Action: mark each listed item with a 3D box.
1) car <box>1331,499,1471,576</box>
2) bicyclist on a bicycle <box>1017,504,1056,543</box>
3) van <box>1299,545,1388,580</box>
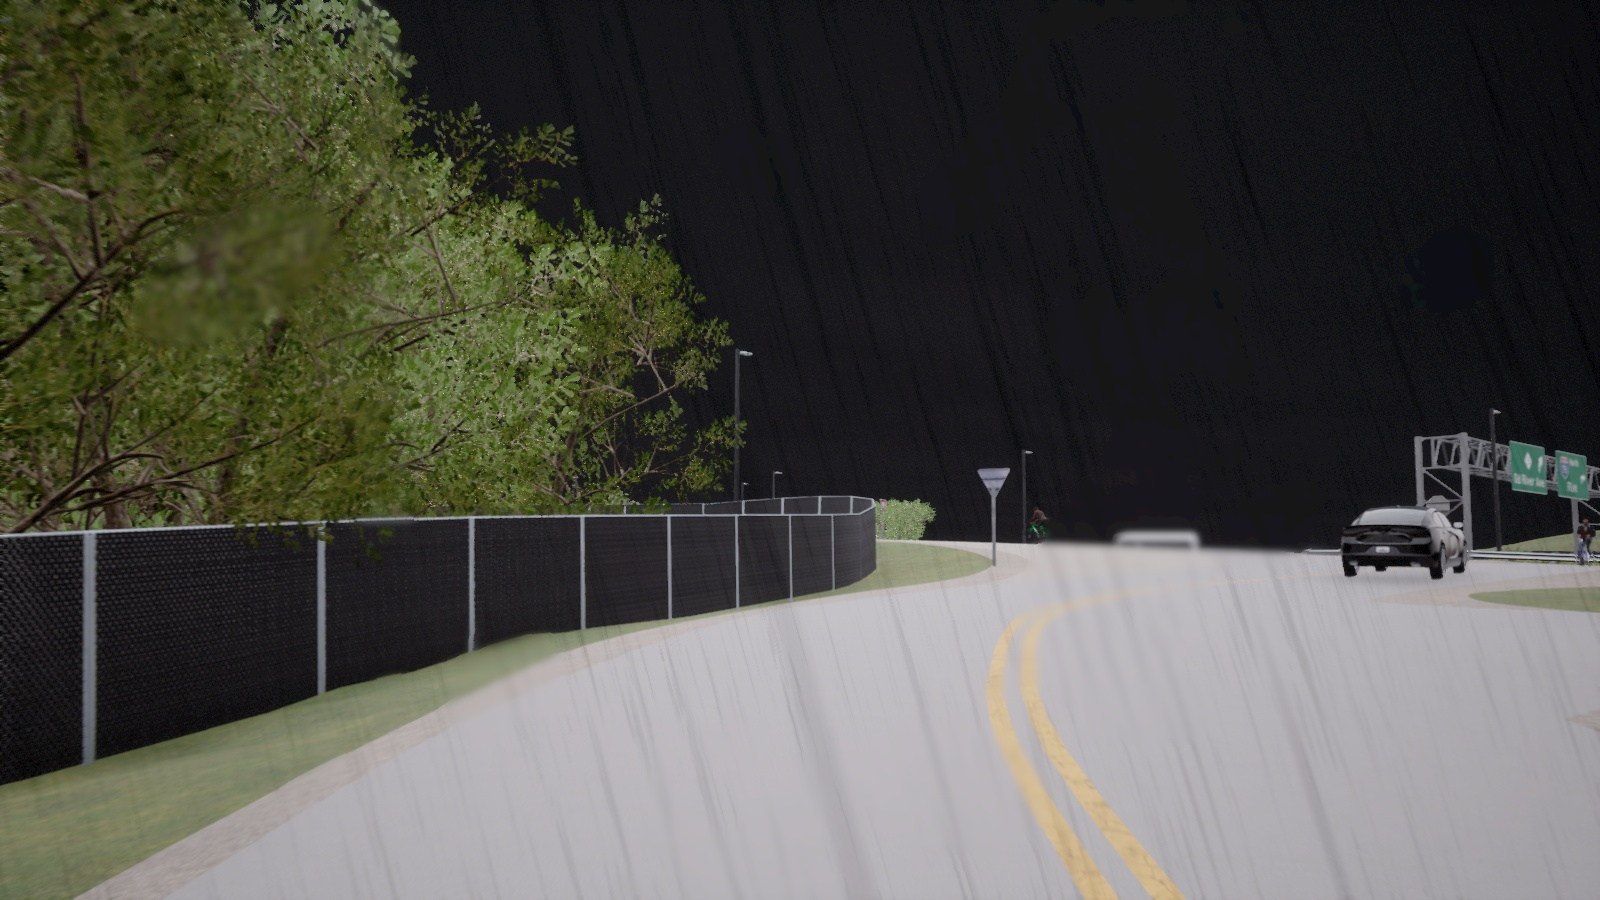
[{"bbox_3d":[13.313,1.866,27.656,1.882,1.535,5.008,-2,-4,36],"label":"car"},{"bbox_3d":[10.060,3.144,53.388,0.582,1.620,1.656,5,-6,-38],"label":"bicyclist on a bicycle"},{"bbox_3d":[31.956,6.597,73.901,1.775,1.987,4.442,5,-7,-41],"label":"van"}]
